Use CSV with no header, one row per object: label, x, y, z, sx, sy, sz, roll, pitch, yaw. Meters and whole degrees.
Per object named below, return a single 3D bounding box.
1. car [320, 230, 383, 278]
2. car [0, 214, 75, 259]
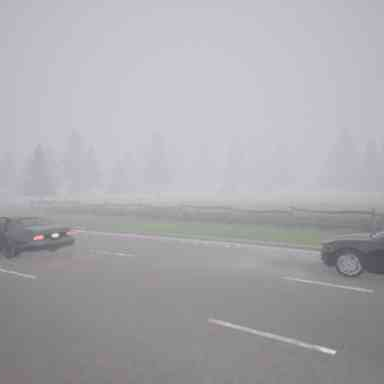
car,5.880,1.455,8.364,5.008,1.535,1.882,0,0,35
car,-6.869,1.526,12.508,5.357,1.411,2.033,0,0,28
